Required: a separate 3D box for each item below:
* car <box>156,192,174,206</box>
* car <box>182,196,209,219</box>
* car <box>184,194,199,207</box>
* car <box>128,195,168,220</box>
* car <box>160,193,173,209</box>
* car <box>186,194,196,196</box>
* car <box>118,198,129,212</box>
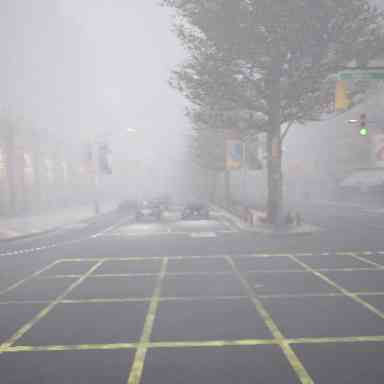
[{"bbox_3d":[-3.671,0.933,45.986,2.097,1.767,4.553,-1,1,-1],"label":"car"},{"bbox_3d":[0.221,1.289,25.458,1.994,1.385,4.181,-1,1,0],"label":"car"},{"bbox_3d":[-0.131,1.041,44.300,1.837,1.490,4.892,-1,1,-1],"label":"car"},{"bbox_3d":[-3.291,1.272,26.059,2.128,1.511,4.902,-1,1,-1],"label":"car"},{"bbox_3d":[-3.445,1.172,35.979,2.128,1.511,4.902,-1,1,-1],"label":"car"},{"bbox_3d":[0.083,1.165,33.974,1.812,1.442,4.674,-1,1,-1],"label":"car"},{"bbox_3d":[-6.688,1.335,35.785,1.895,1.301,4.718,-1,1,-1],"label":"car"}]
